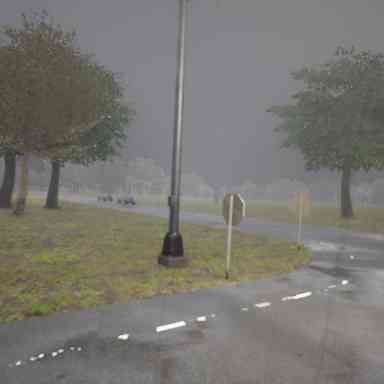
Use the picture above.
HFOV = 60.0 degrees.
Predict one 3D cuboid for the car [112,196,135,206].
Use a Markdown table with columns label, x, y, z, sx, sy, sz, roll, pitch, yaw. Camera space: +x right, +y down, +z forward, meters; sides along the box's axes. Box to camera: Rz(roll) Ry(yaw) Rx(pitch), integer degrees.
| label | x | y | z | sx | sy | sz | roll | pitch | yaw |
| --- | --- | --- | --- | --- | --- | --- | --- | --- | --- |
| car | -10.641 | 1.333 | 53.198 | 1.837 | 1.490 | 4.892 | 3 | -1 | -33 |

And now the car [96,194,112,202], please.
| label | x | y | z | sx | sy | sz | roll | pitch | yaw |
| --- | --- | --- | --- | --- | --- | --- | --- | --- | --- |
| car | -16.152 | 1.095 | 61.491 | 1.837 | 1.490 | 4.892 | 3 | 0 | -33 |
